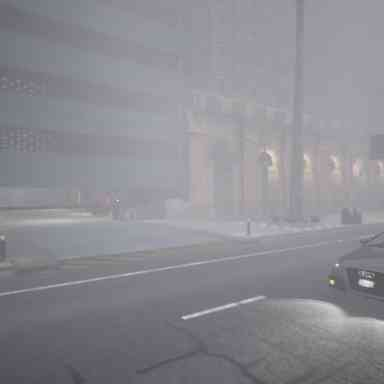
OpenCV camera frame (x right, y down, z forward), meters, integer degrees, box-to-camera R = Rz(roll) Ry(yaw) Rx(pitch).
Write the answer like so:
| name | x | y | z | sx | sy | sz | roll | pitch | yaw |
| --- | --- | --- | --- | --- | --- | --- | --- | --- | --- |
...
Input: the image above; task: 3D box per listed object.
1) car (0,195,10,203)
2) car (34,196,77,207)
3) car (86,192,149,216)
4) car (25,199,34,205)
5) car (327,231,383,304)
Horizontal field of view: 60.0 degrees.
| name | x | y | z | sx | sy | sz | roll | pitch | yaw |
| --- | --- | --- | --- | --- | --- | --- | --- | --- | --- |
| car | -39.706 | 1.273 | 66.781 | 5.566 | 2.045 | 2.150 | 0 | 0 | -36 |
| car | -18.002 | 1.484 | 44.292 | 4.718 | 1.301 | 1.895 | 0 | 0 | -36 |
| car | -6.543 | 1.035 | 29.746 | 5.566 | 2.045 | 2.435 | 0 | 0 | -36 |
| car | -24.426 | 1.442 | 53.960 | 4.786 | 1.482 | 2.161 | 0 | 0 | -36 |
| car | 4.940 | 1.558 | 7.482 | 4.181 | 1.385 | 1.994 | 0 | 0 | -35 |
